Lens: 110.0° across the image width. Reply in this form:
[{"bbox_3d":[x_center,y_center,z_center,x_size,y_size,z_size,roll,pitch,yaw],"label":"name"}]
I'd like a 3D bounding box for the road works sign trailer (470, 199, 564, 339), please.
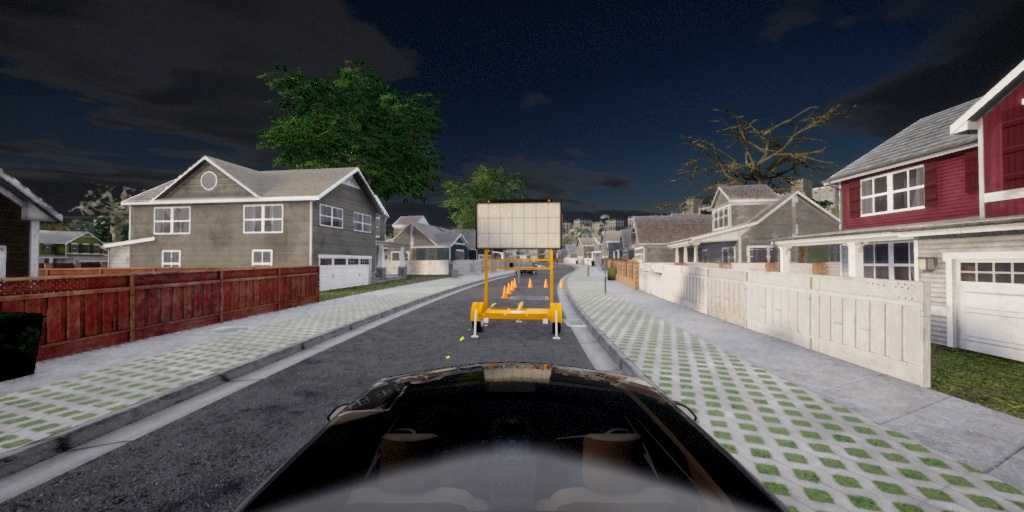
[{"bbox_3d":[0.200,0.219,10.121,2.380,3.560,2.880,0,0,5],"label":"road works sign trailer"}]

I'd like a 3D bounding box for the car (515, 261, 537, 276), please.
[{"bbox_3d":[1.542,1.317,38.139,1.837,1.490,4.892,0,0,12],"label":"car"}]
